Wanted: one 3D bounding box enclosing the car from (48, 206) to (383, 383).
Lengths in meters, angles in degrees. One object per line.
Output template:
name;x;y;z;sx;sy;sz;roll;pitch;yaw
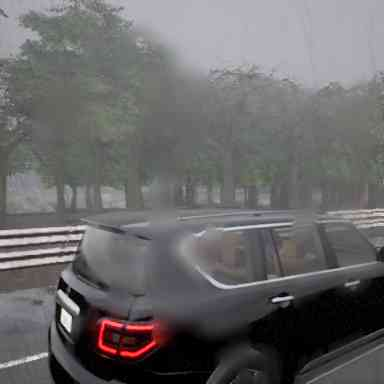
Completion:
car;1.092;1.216;4.467;5.566;2.045;2.150;0;0;-35
